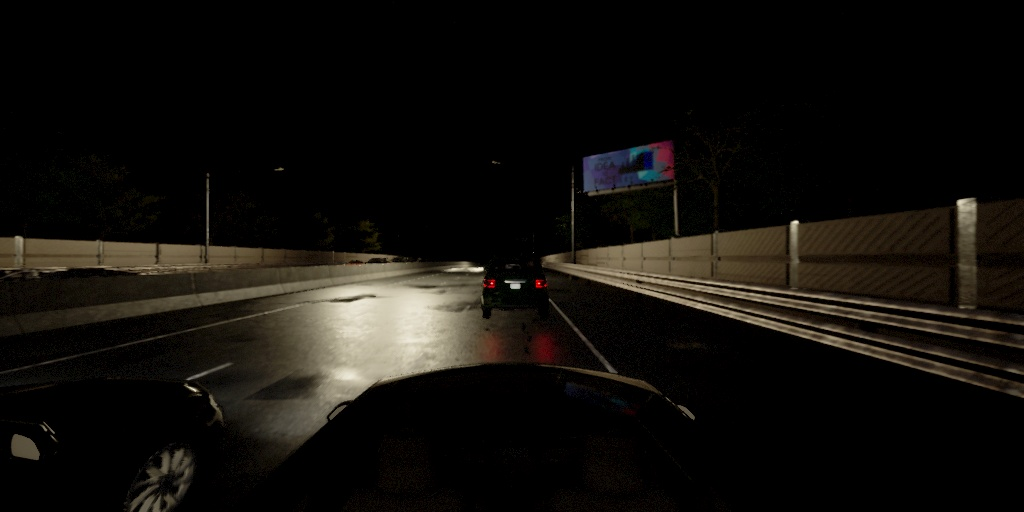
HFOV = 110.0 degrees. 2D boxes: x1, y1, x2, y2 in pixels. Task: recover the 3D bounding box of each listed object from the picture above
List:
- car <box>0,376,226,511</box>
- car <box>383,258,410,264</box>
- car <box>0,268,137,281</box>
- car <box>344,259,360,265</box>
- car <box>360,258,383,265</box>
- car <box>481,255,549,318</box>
[{"bbox_3d":[-3.400,1.255,1.107,1.837,1.490,4.892,0,0,0],"label":"car"},{"bbox_3d":[-17.548,1.299,55.722,2.150,2.045,5.566,0,-1,1],"label":"car"},{"bbox_3d":[-17.598,1.265,14.581,1.882,1.535,5.008,0,0,0],"label":"car"},{"bbox_3d":[-24.540,1.432,55.857,2.097,1.767,4.553,0,-1,1],"label":"car"},{"bbox_3d":[-21.043,1.299,55.719,2.150,2.045,5.566,0,-1,1],"label":"car"},{"bbox_3d":[0.102,1.001,13.282,2.150,2.045,5.566,0,0,0],"label":"car"}]
